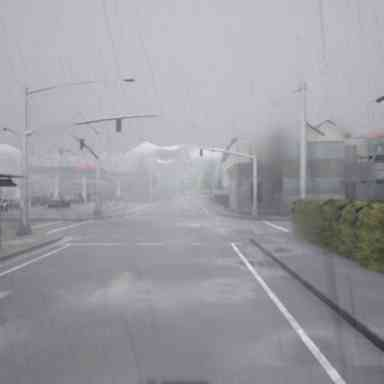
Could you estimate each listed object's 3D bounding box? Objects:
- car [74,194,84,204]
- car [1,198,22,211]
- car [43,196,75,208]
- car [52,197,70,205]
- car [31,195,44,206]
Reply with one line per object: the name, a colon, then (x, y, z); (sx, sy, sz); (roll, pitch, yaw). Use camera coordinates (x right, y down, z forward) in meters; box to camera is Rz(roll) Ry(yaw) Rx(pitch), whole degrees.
car: (-22.608, 1.410, 65.441); (1.905, 1.878, 3.866); (0, 0, 0)
car: (-22.555, 1.512, 40.513); (1.970, 1.475, 3.806); (0, 0, 0)
car: (-18.909, 1.593, 47.571); (2.007, 1.523, 4.514); (0, 0, 0)
car: (-25.934, 1.696, 66.043); (1.970, 1.475, 3.806); (0, 0, 0)
car: (-25.875, 1.414, 57.565); (1.932, 1.855, 4.605); (0, 0, 0)
